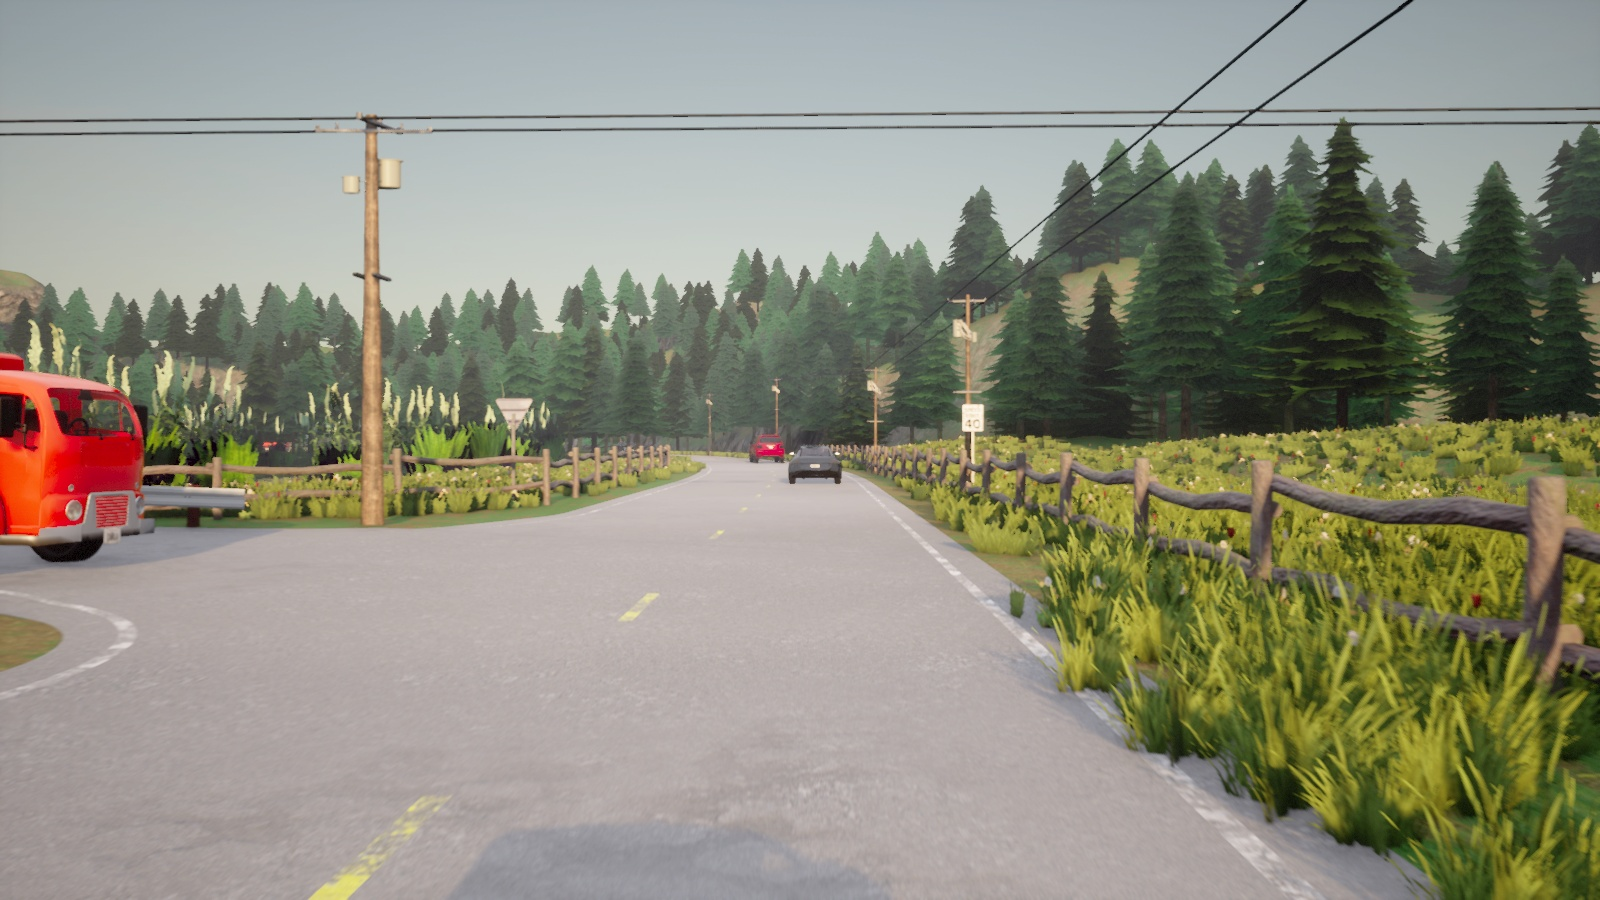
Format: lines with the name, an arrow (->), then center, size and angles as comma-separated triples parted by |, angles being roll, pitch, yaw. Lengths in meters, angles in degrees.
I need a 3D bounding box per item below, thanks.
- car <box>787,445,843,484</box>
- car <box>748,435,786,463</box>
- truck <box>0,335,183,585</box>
car -> 0.548, 0.528, 47.359 | 1.994, 1.385, 4.181 | 0, 0, 0
car -> -2.460, -0.085, 92.063 | 2.150, 2.045, 5.566 | 0, 0, -8
truck -> -10.113, 0.045, 13.928 | 5.204, 2.467, 2.627 | 1, 0, 4
